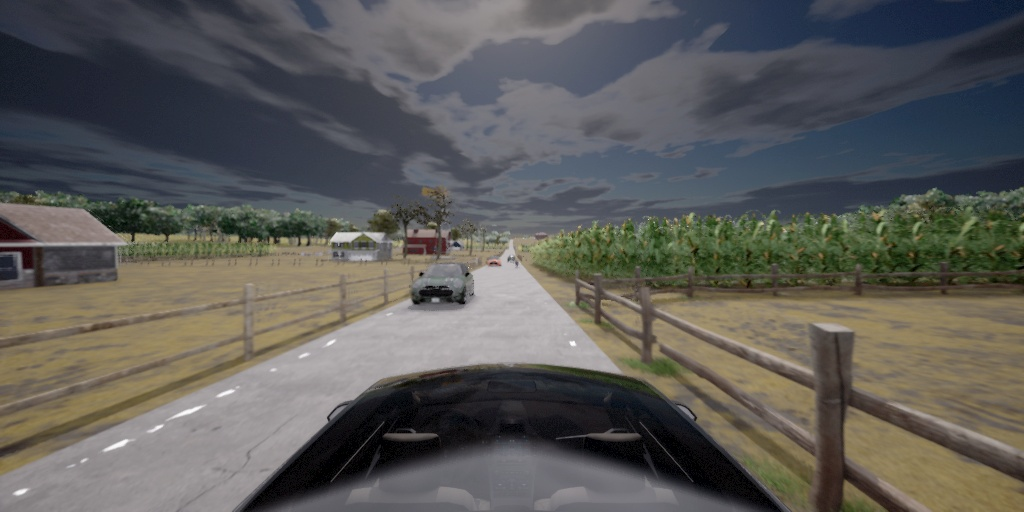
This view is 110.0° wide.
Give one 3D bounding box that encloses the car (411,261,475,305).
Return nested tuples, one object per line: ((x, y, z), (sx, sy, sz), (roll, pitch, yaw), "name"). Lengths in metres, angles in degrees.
((-2.851, 1.053, 15.623), (2.097, 1.767, 4.553), (0, 0, 0), "car")

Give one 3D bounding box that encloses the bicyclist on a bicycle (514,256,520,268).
((0.743, 0.941, 52.539), (0.866, 1.612, 1.509), (0, 0, 0), "bicyclist on a bicycle")

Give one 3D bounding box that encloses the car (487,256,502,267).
((-2.803, 0.810, 57.923), (2.097, 1.767, 4.553), (0, 0, 1), "car")
